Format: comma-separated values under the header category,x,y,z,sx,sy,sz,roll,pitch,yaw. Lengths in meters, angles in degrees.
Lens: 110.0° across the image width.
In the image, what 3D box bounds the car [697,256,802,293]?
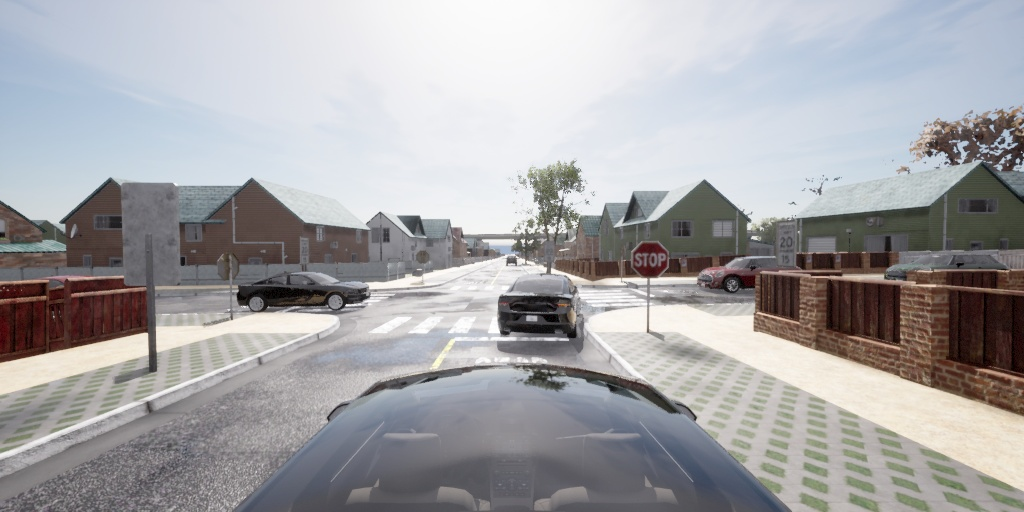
category,x,y,z,sx,sy,sz,roll,pitch,yaw
car,11.790,0.820,17.924,4.553,1.767,2.097,-1,2,0

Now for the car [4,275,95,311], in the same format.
category,x,y,z,sx,sy,sz,roll,pitch,yaw
car,-18.035,1.546,14.747,5.008,1.535,1.882,-1,2,0

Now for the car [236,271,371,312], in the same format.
category,x,y,z,sx,sy,sz,roll,pitch,yaw
car,-8.482,1.376,14.820,5.008,1.535,1.882,-1,2,0

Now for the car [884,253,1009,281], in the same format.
category,x,y,z,sx,sy,sz,roll,pitch,yaw
car,21.685,0.646,18.006,4.553,1.767,2.097,-1,2,0

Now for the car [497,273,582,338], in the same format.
category,x,y,z,sx,sy,sz,roll,pitch,yaw
car,0.949,1.224,10.303,1.882,1.535,5.008,0,0,12
